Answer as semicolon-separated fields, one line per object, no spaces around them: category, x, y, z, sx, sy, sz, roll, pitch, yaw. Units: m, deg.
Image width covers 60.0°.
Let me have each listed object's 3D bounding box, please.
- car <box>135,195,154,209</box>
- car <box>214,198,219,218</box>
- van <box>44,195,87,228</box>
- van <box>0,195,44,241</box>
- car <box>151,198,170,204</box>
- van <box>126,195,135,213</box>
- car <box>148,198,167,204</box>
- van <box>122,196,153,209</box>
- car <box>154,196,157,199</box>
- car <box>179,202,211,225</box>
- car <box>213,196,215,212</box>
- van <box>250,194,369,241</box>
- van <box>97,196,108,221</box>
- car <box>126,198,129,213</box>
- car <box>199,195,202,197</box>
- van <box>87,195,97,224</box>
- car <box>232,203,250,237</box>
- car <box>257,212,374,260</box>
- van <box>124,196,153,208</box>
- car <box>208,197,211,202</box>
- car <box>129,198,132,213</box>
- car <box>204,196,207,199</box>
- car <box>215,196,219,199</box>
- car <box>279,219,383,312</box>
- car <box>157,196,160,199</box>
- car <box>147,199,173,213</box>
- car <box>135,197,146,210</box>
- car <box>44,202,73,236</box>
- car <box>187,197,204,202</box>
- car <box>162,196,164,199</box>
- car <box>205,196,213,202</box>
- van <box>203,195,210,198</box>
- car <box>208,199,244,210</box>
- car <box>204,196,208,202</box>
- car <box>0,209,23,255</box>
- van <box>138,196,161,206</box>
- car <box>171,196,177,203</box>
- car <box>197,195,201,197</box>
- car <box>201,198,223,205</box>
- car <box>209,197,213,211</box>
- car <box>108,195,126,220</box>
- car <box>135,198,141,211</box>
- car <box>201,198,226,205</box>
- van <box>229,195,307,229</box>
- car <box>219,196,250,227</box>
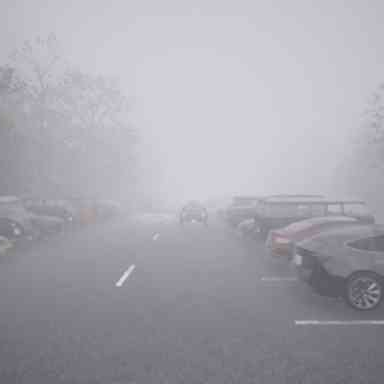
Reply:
car;-8.487;1.460;45.976;5.566;2.045;2.435;0;-1;0
car;4.560;1.495;26.442;5.008;1.535;2.097;0;-1;0
van;-8.414;1.178;18.141;4.442;1.987;1.878;0;0;0
van;-8.416;1.190;12.750;4.442;1.987;1.878;0;0;0
car;-8.486;2.429;90.155;5.008;1.535;2.097;0;-1;0
van;-8.638;1.362;34.769;4.442;1.987;1.878;0;-1;0
car;-8.493;2.308;81.969;4.674;1.452;2.002;0;-1;0
van;-8.395;1.547;51.515;4.442;1.987;1.878;0;-1;0
car;-8.486;1.491;48.746;5.566;2.045;2.435;0;-1;0
car;0.113;1.586;23.753;1.895;1.301;4.718;0;-1;0
car;4.588;1.431;31.996;4.553;1.767;2.185;0;-1;0
van;4.663;1.190;12.581;4.442;1.987;1.878;0;0;0
van;-8.644;1.239;23.689;4.442;1.987;1.878;0;-1;0
car;-8.519;1.528;29.352;5.008;1.535;2.097;0;-1;0
car;4.390;1.943;65.299;5.366;1.575;1.946;0;-1;0
van;-8.645;1.210;21.044;4.442;1.987;1.878;0;-1;0
car;4.519;1.432;15.364;4.792;1.488;2.163;0;0;0
car;4.542;1.470;9.806;4.674;1.452;2.002;0;0;0
van;-8.627;1.578;54.285;4.442;1.987;1.878;0;-1;0
car;4.566;1.619;37.547;4.892;1.521;2.231;0;-1;0
car;-8.521;1.599;32.122;4.674;1.452;2.002;0;-1;0
car;4.597;1.801;51.426;4.792;1.488;2.163;0;-1;0
car;4.587;1.400;29.220;4.553;1.767;2.185;0;-1;0
car;4.574;1.473;7.028;4.792;1.488;2.163;0;0;0
car;-8.514;1.834;57.052;5.008;1.535;2.097;0;-1;0
car;-3.575;1.744;37.998;1.895;1.301;4.718;0;-1;0
car;-8.513;1.650;40.432;5.008;1.535;2.097;0;-1;0
car;-8.537;1.402;15.521;5.008;1.535;2.097;0;0;0
car;0.127;1.675;40.366;1.837;1.490;4.892;0;-1;0
car;-8.534;1.975;65.228;4.792;1.488;2.163;0;-1;0
car;4.748;1.676;43.098;5.366;1.575;1.946;0;-1;0
van;4.452;1.576;54.205;4.442;1.987;1.878;0;-1;0
car;4.594;1.740;45.874;4.792;1.488;2.163;0;-1;0
car;4.595;1.770;48.650;4.792;1.488;2.163;0;-1;0
car;-8.350;1.427;9.983;5.366;1.575;1.946;0;0;0
van;-8.620;1.768;68.003;4.442;1.987;1.878;0;-1;0
car;-3.457;2.145;79.541;1.895;1.301;4.718;0;-1;0
car;4.556;2.015;81.955;5.566;2.045;2.435;0;-1;0
car;4.575;2.158;76.398;4.892;1.521;2.231;0;-1;0
car;4.744;1.584;34.771;5.366;1.575;1.946;0;-1;0
car;-8.497;1.245;26.460;5.566;2.045;2.435;0;-1;0
car;-8.523;1.659;37.537;4.674;1.452;2.002;0;-1;0
car;4.765;2.099;73.623;5.366;1.575;1.946;0;-1;0
van;4.668;1.208;20.893;4.442;1.987;1.878;0;-1;0
car;4.521;1.152;18.117;5.566;2.045;2.435;0;-1;0
